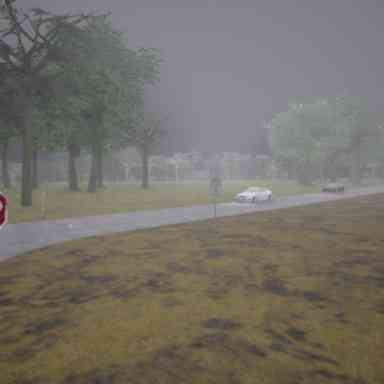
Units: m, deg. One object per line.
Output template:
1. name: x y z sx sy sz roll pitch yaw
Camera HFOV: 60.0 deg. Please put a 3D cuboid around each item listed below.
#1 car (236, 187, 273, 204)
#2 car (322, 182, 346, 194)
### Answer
1. car: 6.087 0.264 32.047 1.812 1.442 4.674 2 4 43
2. car: 20.074 -0.604 47.032 1.882 1.535 5.008 2 3 43
